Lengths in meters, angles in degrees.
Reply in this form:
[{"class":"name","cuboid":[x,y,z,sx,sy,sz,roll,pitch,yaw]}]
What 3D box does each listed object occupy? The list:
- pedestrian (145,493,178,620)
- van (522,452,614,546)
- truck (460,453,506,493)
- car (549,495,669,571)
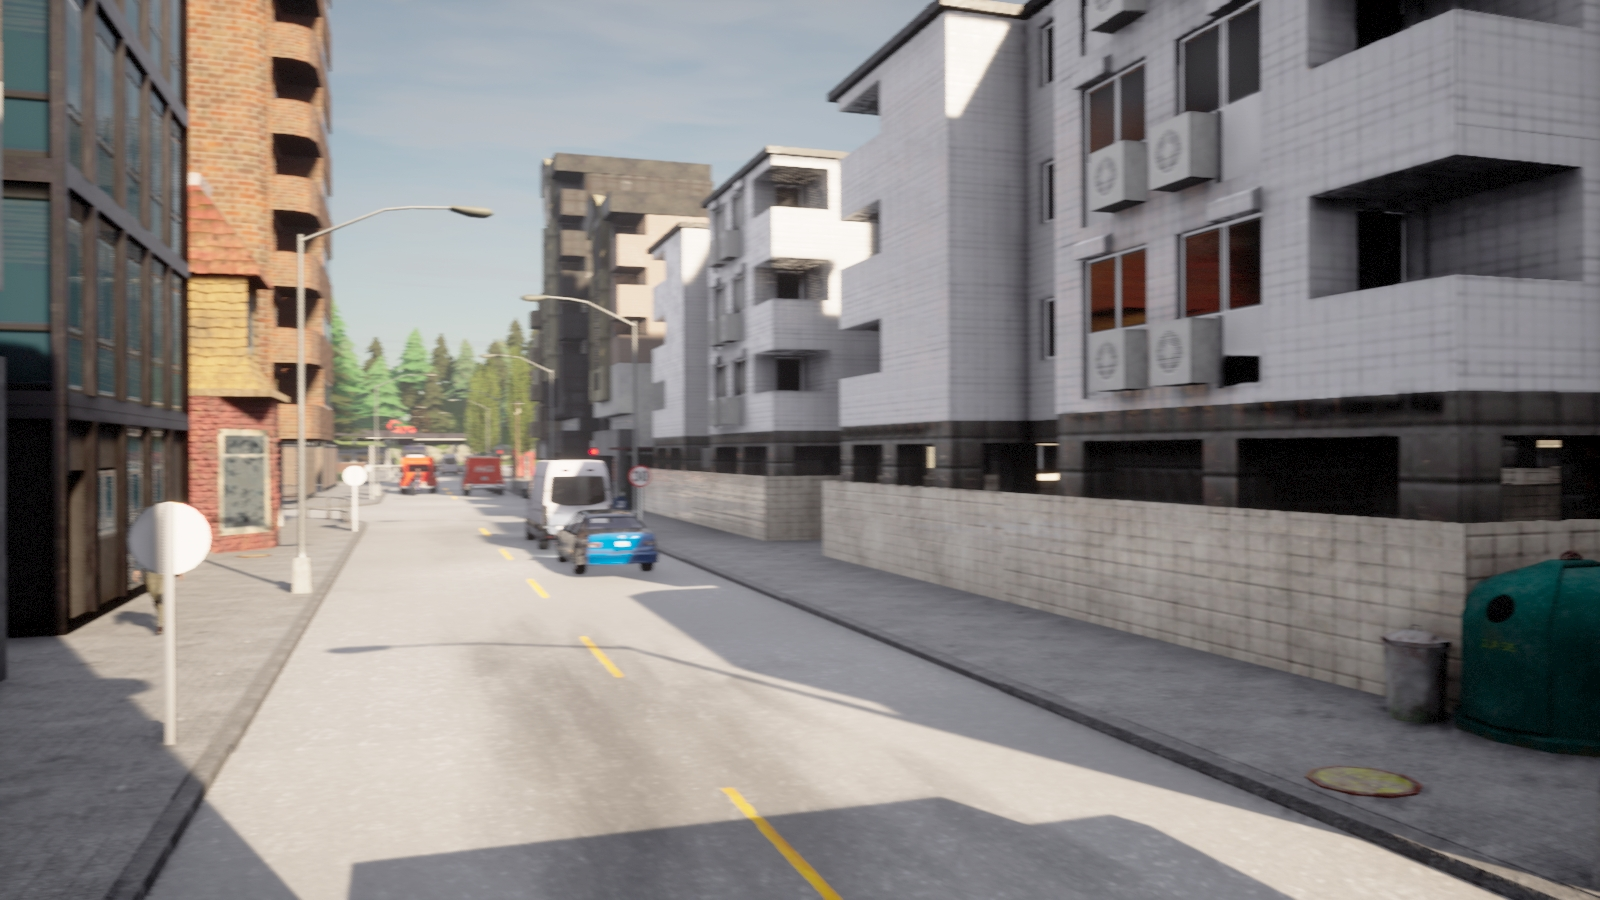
[{"class":"pedestrian","cuboid":[-9.563,1.578,17.120,0.375,1.860,0.375,0,0,-22]},{"class":"van","cuboid":[-7.138,1.361,34.662,1.988,2.561,5.915,0,0,-19]},{"class":"truck","cuboid":[-20.782,1.476,74.769,2.627,2.467,5.204,0,0,-19]},{"class":"car","cuboid":[-4.743,1.918,27.656,2.033,1.411,5.357,0,0,-19]}]
